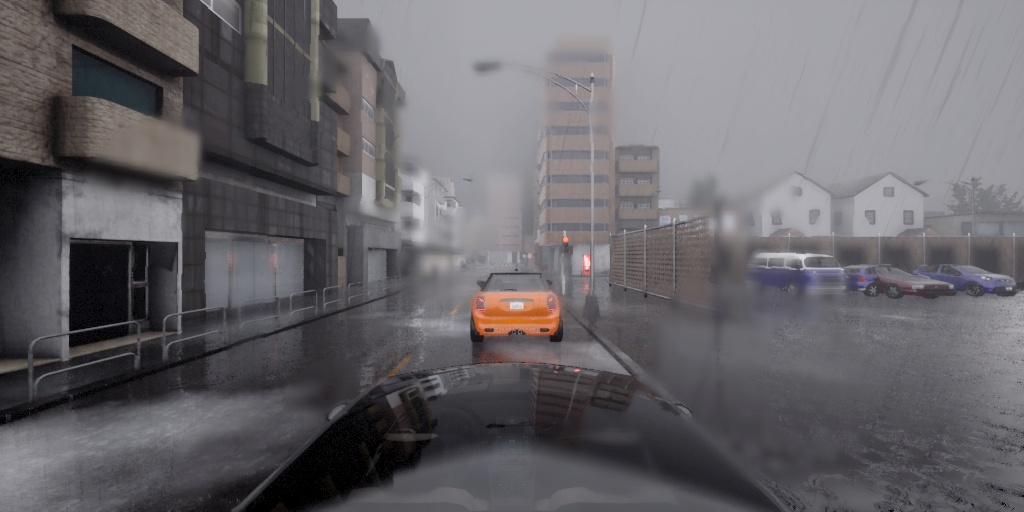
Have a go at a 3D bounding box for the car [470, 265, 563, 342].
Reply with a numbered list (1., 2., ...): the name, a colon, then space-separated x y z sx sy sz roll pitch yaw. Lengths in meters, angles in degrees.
1. car: 0.102 1.102 9.926 2.097 1.767 4.553 0 0 0
